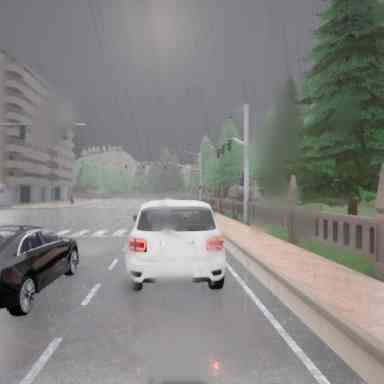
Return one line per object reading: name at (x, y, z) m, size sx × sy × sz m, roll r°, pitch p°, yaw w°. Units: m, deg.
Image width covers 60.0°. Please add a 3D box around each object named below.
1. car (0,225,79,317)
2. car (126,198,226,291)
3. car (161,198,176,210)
car at (-3.971, 1.490, 7.405) m, size 2.128 × 1.511 × 4.902 m, roll 0°, pitch 0°, yaw -3°
car at (-0.480, 1.220, 9.186) m, size 2.150 × 2.045 × 5.566 m, roll 0°, pitch 0°, yaw -4°
car at (-3.166, 1.516, 44.422) m, size 1.812 × 1.442 × 4.674 m, roll 0°, pitch 0°, yaw -4°
